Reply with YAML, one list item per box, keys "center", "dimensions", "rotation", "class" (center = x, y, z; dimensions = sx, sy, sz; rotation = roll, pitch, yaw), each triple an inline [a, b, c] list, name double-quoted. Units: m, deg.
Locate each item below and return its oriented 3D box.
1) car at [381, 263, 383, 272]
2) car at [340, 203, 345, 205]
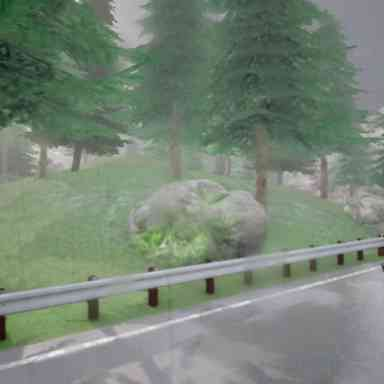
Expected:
- center: [7.531, 1.637, 9.474]
  dimensions: [5.357, 1.411, 2.033]
  rotation: [1, 0, -36]
  class: "car"
- center: [21.916, 1.691, 44.088]
  dimensions: [2.097, 1.767, 4.553]
  rotation: [1, 0, -35]
  class: "car"
